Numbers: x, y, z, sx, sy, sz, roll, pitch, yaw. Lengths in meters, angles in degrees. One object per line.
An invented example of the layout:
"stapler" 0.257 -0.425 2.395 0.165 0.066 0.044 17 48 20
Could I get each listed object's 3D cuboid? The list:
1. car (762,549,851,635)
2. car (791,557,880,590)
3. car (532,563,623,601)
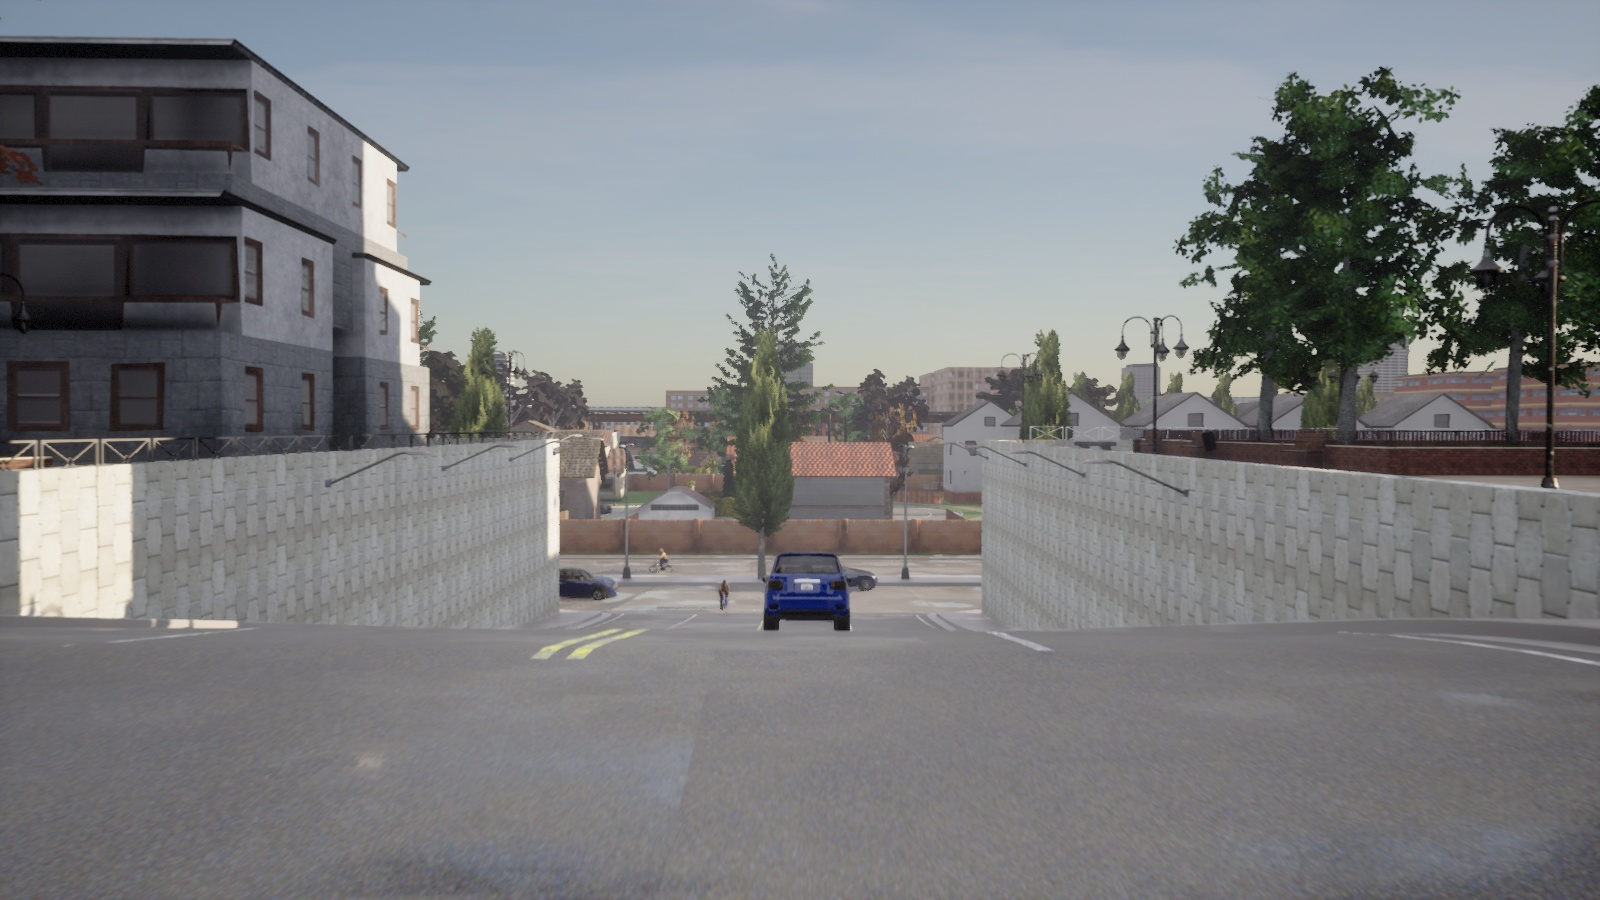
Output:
"car" 0.175 3.852 33.223 2.150 2.045 5.566 0 -9 0
"car" 2.021 7.075 72.110 5.027 1.651 2.152 0 0 -1
"car" -12.070 7.181 68.274 4.553 1.767 2.097 0 1 2
